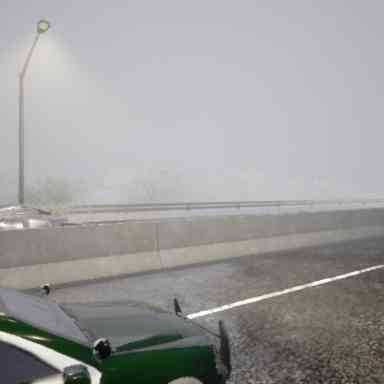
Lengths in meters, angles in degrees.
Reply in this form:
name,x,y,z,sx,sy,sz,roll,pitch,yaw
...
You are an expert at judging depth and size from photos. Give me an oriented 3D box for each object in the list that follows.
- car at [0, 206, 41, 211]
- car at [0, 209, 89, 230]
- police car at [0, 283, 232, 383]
name,x,y,z,sx,sy,sz,roll,pitch,yaw
car,-8.362,1.541,15.217,5.357,1.411,2.033,0,0,-35
car,-6.461,1.542,12.275,5.357,1.411,2.033,0,0,-35
police car,-1.876,1.504,2.533,4.974,1.542,2.038,0,0,-35
